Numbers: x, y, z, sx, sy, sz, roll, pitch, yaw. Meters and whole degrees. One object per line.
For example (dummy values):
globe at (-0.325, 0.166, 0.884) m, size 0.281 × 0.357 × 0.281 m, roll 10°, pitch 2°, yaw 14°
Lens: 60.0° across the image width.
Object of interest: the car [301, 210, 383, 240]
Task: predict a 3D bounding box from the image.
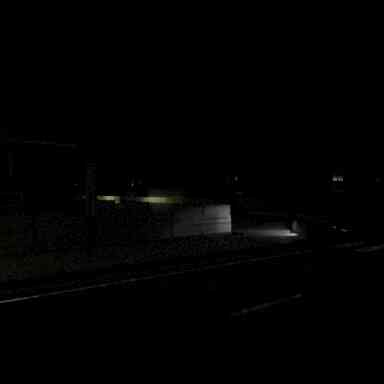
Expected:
car at (8.031, 1.552, 15.861) m, size 5.357 × 1.411 × 2.033 m, roll 0°, pitch 0°, yaw 21°
